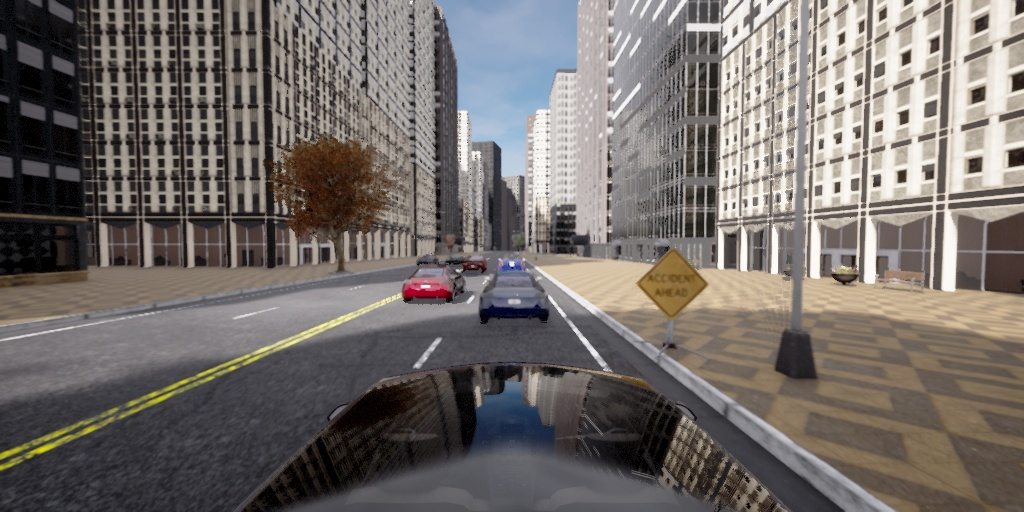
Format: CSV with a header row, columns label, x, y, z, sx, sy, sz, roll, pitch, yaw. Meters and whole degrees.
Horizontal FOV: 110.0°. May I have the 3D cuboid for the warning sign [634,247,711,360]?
label,x,y,z,sx,sy,sz,roll,pitch,yaw
warning sign,2.834,0.774,6.460,1.300,1.860,1.060,0,0,0

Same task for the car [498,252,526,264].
label,x,y,z,sx,sy,sz,roll,pitch,yaw
car,0.000,0.596,28.324,2.097,1.767,4.553,0,1,0

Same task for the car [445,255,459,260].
label,x,y,z,sx,sy,sz,roll,pitch,yaw
car,-6.724,0.581,42.345,1.895,1.301,4.718,0,1,0

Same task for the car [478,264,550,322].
label,x,y,z,sx,sy,sz,roll,pitch,yaw
car,0.052,1.130,11.407,1.994,1.385,4.181,0,1,0

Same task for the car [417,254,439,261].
label,x,y,z,sx,sy,sz,roll,pitch,yaw
car,-9.977,0.518,42.909,2.033,1.411,5.357,0,1,0

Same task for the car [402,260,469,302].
label,x,y,z,sx,sy,sz,roll,pitch,yaw
car,-3.203,1.057,15.283,1.994,1.385,4.181,0,1,0

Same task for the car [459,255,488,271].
label,x,y,z,sx,sy,sz,roll,pitch,yaw
car,-3.254,0.649,32.211,1.882,1.535,5.008,0,1,0
